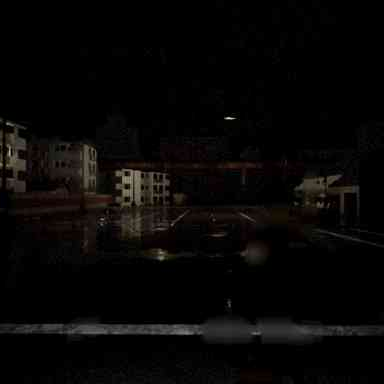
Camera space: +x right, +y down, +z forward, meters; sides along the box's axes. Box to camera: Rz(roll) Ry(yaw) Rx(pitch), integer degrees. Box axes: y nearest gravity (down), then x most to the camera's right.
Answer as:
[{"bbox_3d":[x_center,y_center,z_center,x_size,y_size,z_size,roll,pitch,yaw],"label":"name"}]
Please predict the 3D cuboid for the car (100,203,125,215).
[{"bbox_3d":[-9.760,2.059,40.983,1.895,1.301,4.718,0,-1,3],"label":"car"}]
